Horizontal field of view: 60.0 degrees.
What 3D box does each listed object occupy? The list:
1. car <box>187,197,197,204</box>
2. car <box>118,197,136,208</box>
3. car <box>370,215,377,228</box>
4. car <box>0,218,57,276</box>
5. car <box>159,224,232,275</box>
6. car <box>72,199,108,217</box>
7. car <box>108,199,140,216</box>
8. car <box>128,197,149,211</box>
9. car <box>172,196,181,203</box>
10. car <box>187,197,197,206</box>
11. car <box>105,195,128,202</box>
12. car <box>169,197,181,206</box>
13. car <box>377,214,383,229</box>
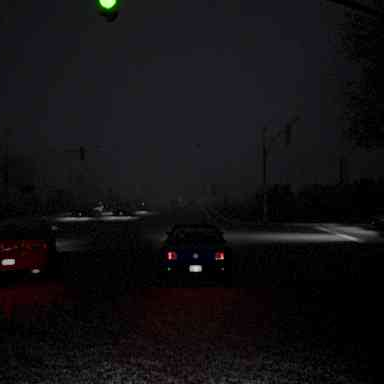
[{"bbox_3d":[0.050,1.959,75.873,2.128,1.511,4.902,0,0,1],"label":"car"},{"bbox_3d":[-10.497,1.663,54.263,2.097,1.767,4.553,0,0,0],"label":"car"},{"bbox_3d":[13.582,1.643,20.534,4.674,1.442,1.812,0,0,5],"label":"car"},{"bbox_3d":[-5.324,1.538,10.328,1.882,1.535,5.008,1,0,-21],"label":"car"},{"bbox_3d":[0.100,1.663,10.667,1.895,1.301,4.718,0,0,0],"label":"car"},{"bbox_3d":[-10.589,1.744,34.228,2.033,1.411,5.357,0,0,0],"label":"car"},{"bbox_3d":[-7.125,1.751,35.470,2.033,1.411,5.357,0,0,-3],"label":"car"},{"bbox_3d":[-7.048,1.610,44.995,2.097,1.767,4.553,0,0,0],"label":"car"},{"bbox_3d":[-3.451,1.762,75.905,1.882,1.535,5.008,0,0,1],"label":"car"},{"bbox_3d":[0.007,1.879,65.510,1.837,1.490,4.892,0,0,0],"label":"car"},{"bbox_3d":[-10.545,1.475,44.229,2.150,2.045,5.566,0,0,1],"label":"car"},{"bbox_3d":[-3.492,1.922,65.495,2.033,1.411,5.357,0,0,0],"label":"car"},{"bbox_3d":[12.721,1.589,17.078,4.902,1.511,2.128,0,0,3],"label":"car"}]
